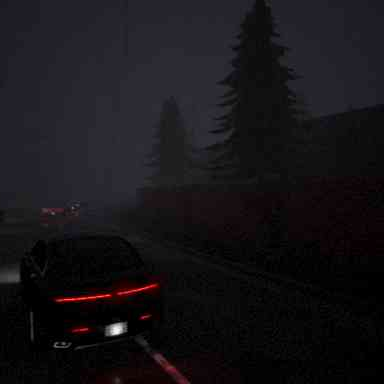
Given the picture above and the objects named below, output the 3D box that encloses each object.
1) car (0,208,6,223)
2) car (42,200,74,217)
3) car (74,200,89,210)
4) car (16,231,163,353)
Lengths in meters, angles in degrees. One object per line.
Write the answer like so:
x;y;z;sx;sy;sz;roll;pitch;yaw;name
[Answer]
-14.070;1.522;22.530;1.882;1.535;5.008;-1;0;-18;car
-12.882;1.624;31.916;1.895;1.301;4.718;0;0;-12;car
-14.403;1.618;41.955;1.895;1.301;4.718;0;0;-4;car
-2.169;1.506;6.353;1.837;1.490;4.892;0;0;-30;car
